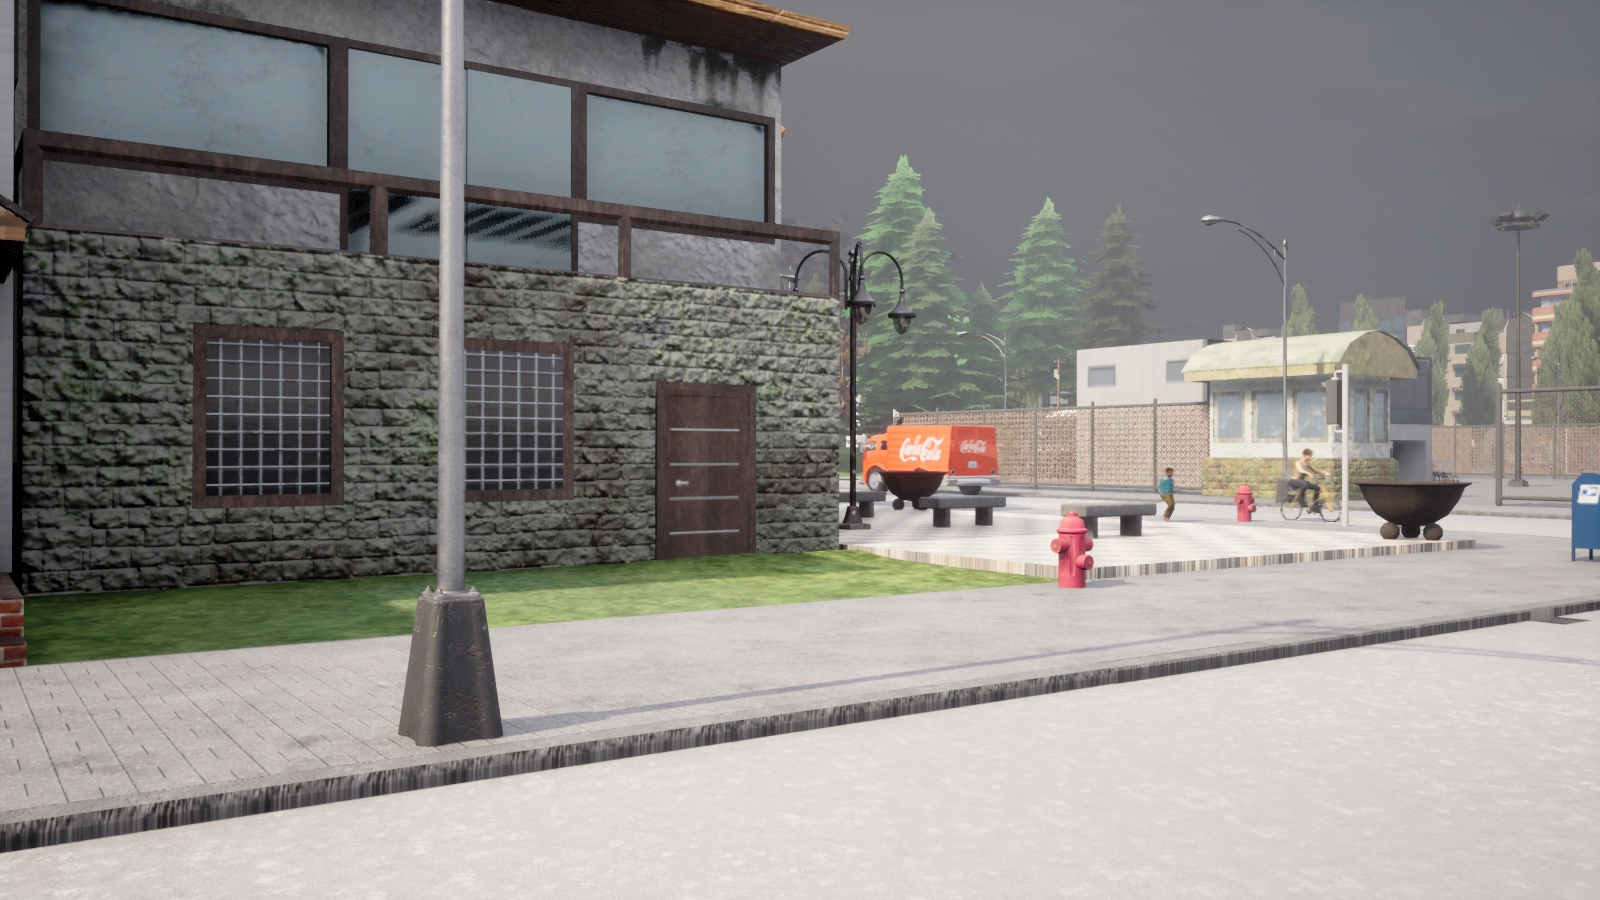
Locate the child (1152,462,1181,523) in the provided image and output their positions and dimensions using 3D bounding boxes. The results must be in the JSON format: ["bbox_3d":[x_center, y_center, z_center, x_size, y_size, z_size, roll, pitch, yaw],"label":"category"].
[{"bbox_3d":[7.344,0.842,25.153,0.343,1.192,0.448,0,0,-31],"label":"child"}]

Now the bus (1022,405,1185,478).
[{"bbox_3d":[18.819,-0.482,77.448,10.273,4.253,3.944,0,0,-35],"label":"bus"}]

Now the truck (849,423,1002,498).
[{"bbox_3d":[4.335,0.359,44.261,2.627,2.467,5.204,0,0,-35],"label":"truck"}]

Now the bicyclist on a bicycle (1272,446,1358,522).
[{"bbox_3d":[11.209,0.725,27.372,0.866,1.612,1.509,0,0,-35],"label":"bicyclist on a bicycle"}]
